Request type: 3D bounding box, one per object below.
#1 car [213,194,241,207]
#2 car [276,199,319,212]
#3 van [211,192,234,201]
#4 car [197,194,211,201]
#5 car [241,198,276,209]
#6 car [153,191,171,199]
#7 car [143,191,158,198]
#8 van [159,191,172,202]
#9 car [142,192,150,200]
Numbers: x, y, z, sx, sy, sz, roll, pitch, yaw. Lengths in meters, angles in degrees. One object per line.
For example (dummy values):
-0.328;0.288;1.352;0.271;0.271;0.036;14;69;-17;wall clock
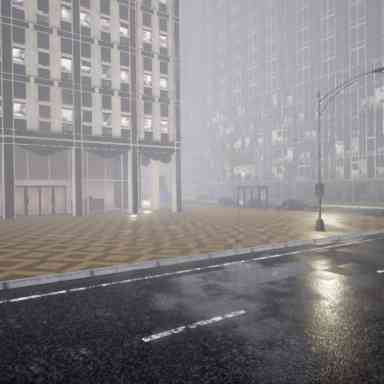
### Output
5.284;1.319;45.301;1.947;1.339;4.313;0;1;-34;car
11.657;1.424;35.886;1.947;1.339;4.313;0;1;-34;car
5.803;0.855;59.439;1.690;1.788;3.998;0;1;-34;van
2.586;1.043;64.128;1.802;1.307;4.206;0;1;-34;car
8.453;1.388;40.583;1.802;1.307;4.206;0;1;-34;car
-7.066;0.615;78.181;2.192;1.841;5.009;0;1;-34;car
-10.283;0.686;82.867;1.967;1.590;4.097;0;1;-34;car
-4.322;0.937;59.383;1.690;1.788;3.998;0;1;-34;van
-10.757;1.040;68.756;2.008;1.369;4.403;0;1;-34;car
